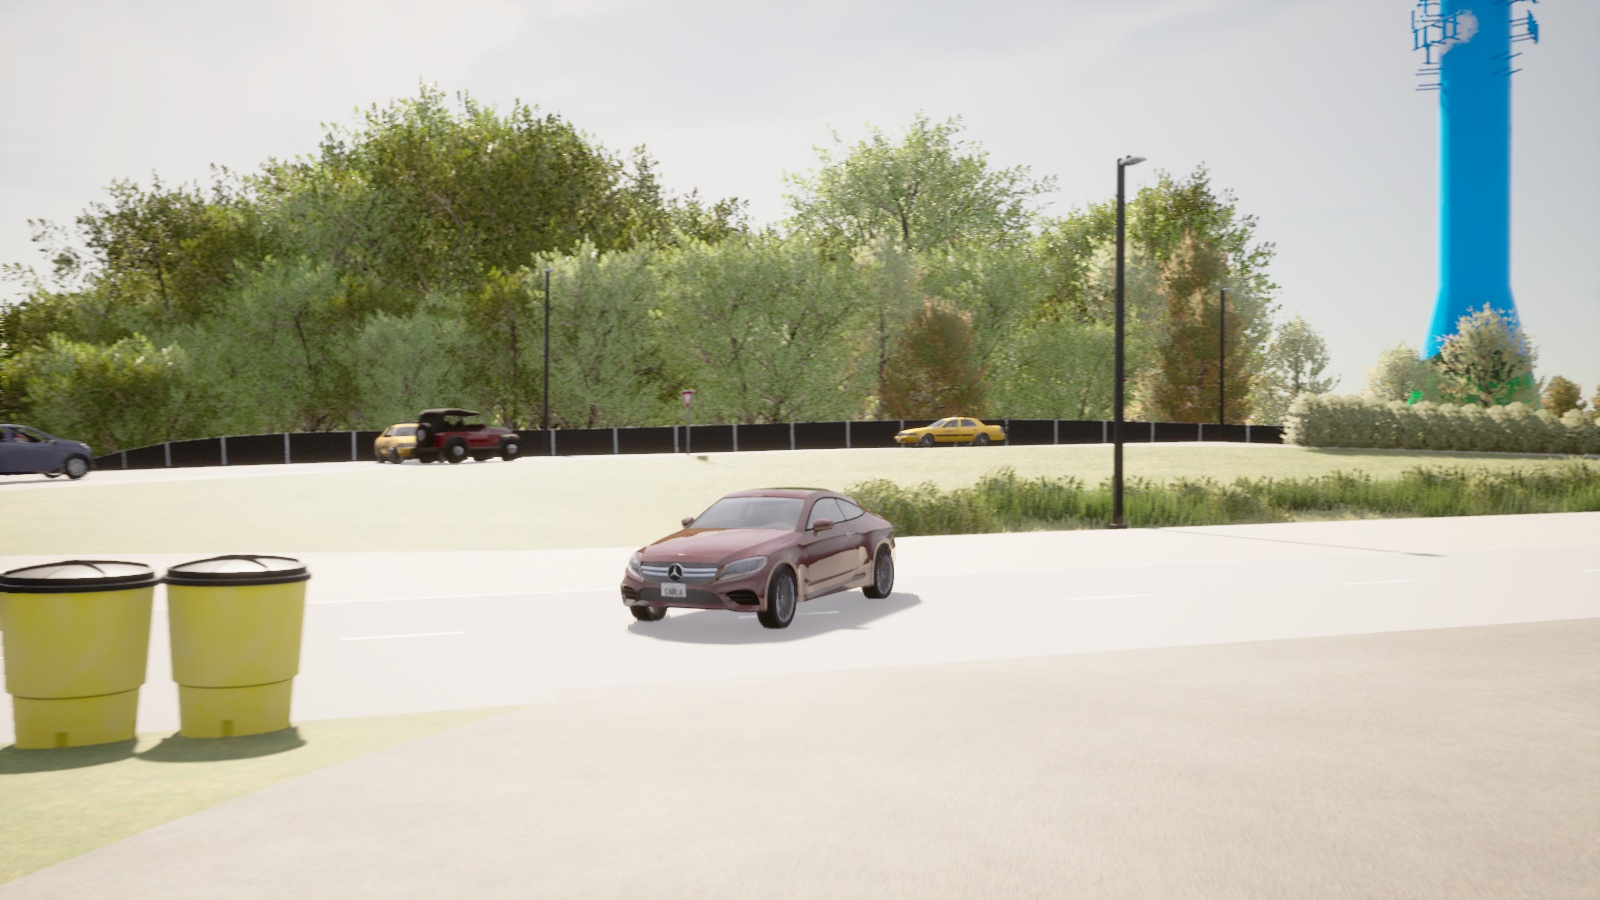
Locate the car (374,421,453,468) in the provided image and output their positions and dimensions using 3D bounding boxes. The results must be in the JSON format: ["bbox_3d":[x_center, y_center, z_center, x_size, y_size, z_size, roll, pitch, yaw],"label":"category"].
[{"bbox_3d":[-14.403,-0.198,46.590,1.801,1.575,5.366,-2,1,-28],"label":"car"}]

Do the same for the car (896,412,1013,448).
[{"bbox_3d":[7.541,-0.984,61.465,5.366,1.575,1.801,-2,0,-17],"label":"car"}]

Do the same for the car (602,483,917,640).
[{"bbox_3d":[-0.272,1.194,15.143,1.812,1.442,4.674,-1,0,26],"label":"car"}]

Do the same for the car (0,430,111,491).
[{"bbox_3d":[-20.373,0.267,32.875,1.845,1.501,3.633,-1,1,38],"label":"car"}]

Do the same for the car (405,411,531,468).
[{"bbox_3d":[-11.642,-0.398,44.200,1.905,1.878,3.866,-1,1,38],"label":"car"}]
